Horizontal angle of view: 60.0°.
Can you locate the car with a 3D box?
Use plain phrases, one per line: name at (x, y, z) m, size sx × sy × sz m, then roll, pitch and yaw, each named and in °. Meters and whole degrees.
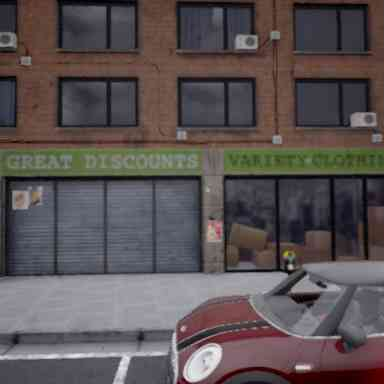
car at (1.727, 1.555, 3.774) m, size 4.097 × 1.590 × 1.967 m, roll 0°, pitch -2°, yaw -2°
